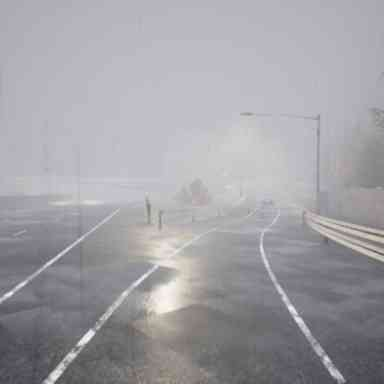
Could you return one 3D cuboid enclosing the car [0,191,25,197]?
[{"bbox_3d":[-30.674,0.874,57.469,2.150,2.045,5.566,1,0,-8],"label":"car"}]

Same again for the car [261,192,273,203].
[{"bbox_3d":[15.501,1.064,68.773,2.097,1.767,4.553,1,4,10],"label":"car"}]

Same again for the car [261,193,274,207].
[{"bbox_3d":[13.398,1.664,58.902,2.097,1.767,4.553,1,2,12],"label":"car"}]
